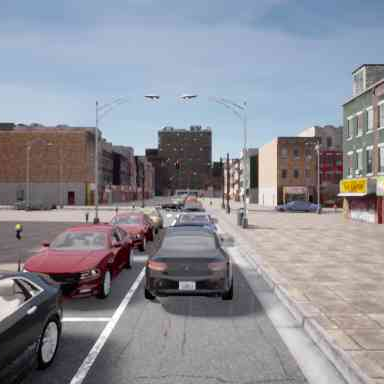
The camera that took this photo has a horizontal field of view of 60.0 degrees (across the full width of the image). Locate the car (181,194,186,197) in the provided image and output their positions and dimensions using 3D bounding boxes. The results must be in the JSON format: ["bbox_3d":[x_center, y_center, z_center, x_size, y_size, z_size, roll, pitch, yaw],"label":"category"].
[{"bbox_3d":[-2.544,1.406,56.894,2.192,1.841,5.009,0,0,0],"label":"car"}]

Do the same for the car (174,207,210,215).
[{"bbox_3d":[0.119,1.609,15.735,1.895,1.301,4.718,0,0,0],"label":"car"}]

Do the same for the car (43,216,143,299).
[{"bbox_3d":[-2.620,1.547,8.505,1.887,1.381,4.507,0,0,0],"label":"car"}]

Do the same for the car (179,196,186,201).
[{"bbox_3d":[-2.493,1.748,89.559,1.887,1.381,4.507,0,0,0],"label":"car"}]

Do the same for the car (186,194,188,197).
[{"bbox_3d":[-2.511,1.688,78.500,1.752,1.417,4.829,0,0,0],"label":"car"}]

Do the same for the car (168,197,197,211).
[{"bbox_3d":[-1.415,1.662,40.815,1.895,1.301,4.718,0,0,41],"label":"car"}]

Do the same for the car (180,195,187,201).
[{"bbox_3d":[-2.484,1.663,95.003,1.967,1.590,4.097,0,0,0],"label":"car"}]

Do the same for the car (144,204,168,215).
[{"bbox_3d":[-2.604,1.538,19.323,1.752,1.417,4.829,0,0,0],"label":"car"}]

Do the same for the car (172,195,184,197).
[{"bbox_3d":[-2.554,1.601,51.281,1.752,1.417,4.829,0,0,0],"label":"car"}]

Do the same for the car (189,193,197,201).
[{"bbox_3d":[0.146,1.270,91.980,2.150,2.045,5.566,0,0,0],"label":"car"}]

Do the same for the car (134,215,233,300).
[{"bbox_3d":[-0.042,1.528,8.308,1.812,1.442,4.674,0,0,1],"label":"car"}]

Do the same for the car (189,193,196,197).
[{"bbox_3d":[0.130,1.523,81.916,2.097,1.767,4.553,0,0,0],"label":"car"}]

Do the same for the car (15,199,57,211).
[{"bbox_3d":[-17.137,1.482,36.593,4.181,1.385,1.994,0,0,0],"label":"car"}]

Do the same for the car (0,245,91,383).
[{"bbox_3d":[-2.629,1.551,3.011,2.008,1.369,4.403,0,0,0],"label":"car"}]

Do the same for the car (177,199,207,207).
[{"bbox_3d":[0.152,1.527,26.036,1.837,1.490,4.892,0,0,2],"label":"car"}]

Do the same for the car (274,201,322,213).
[{"bbox_3d":[12.640,1.752,39.648,5.357,1.411,2.033,1,0,0],"label":"car"}]

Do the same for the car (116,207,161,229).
[{"bbox_3d":[-2.612,1.552,13.999,1.887,1.381,4.507,0,0,0],"label":"car"}]
